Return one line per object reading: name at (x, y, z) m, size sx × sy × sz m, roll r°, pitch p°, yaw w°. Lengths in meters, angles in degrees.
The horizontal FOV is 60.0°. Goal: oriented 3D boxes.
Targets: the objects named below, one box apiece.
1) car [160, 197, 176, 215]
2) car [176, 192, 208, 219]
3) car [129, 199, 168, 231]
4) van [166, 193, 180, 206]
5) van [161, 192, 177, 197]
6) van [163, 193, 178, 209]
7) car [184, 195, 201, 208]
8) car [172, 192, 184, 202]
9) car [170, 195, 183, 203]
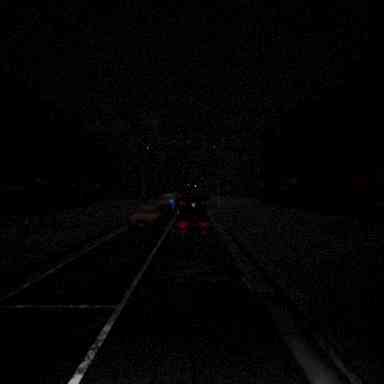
car at (-2.633, 1.386, 30.840) m, size 1.802 × 1.307 × 4.206 m, roll 0°, pitch 0°, yaw 0°
car at (0.103, 1.045, 27.360) m, size 2.150 × 2.045 × 5.566 m, roll 0°, pitch 1°, yaw 0°
car at (-2.634, 1.391, 19.743) m, size 1.752 × 1.417 × 4.829 m, roll 0°, pitch 0°, yaw 0°
van at (-2.631, 1.061, 47.232) m, size 1.690 × 1.788 × 3.998 m, roll 0°, pitch 0°, yaw 0°
van at (-2.633, 1.117, 36.303) m, size 1.690 × 1.788 × 3.998 m, roll 0°, pitch 0°, yaw 0°
van at (-2.632, 1.089, 41.767) m, size 1.690 × 1.788 × 3.998 m, roll 0°, pitch 0°, yaw 0°
car at (0.105, 1.232, 43.379) m, size 2.128 × 1.511 × 4.902 m, roll 0°, pitch 0°, yaw 0°
car at (-2.629, 0.955, 63.623) m, size 2.192 × 1.841 × 5.009 m, roll 0°, pitch 0°, yaw 0°
car at (-2.629, 1.216, 58.161) m, size 2.008 × 1.369 × 4.403 m, roll 0°, pitch 0°, yaw 0°
